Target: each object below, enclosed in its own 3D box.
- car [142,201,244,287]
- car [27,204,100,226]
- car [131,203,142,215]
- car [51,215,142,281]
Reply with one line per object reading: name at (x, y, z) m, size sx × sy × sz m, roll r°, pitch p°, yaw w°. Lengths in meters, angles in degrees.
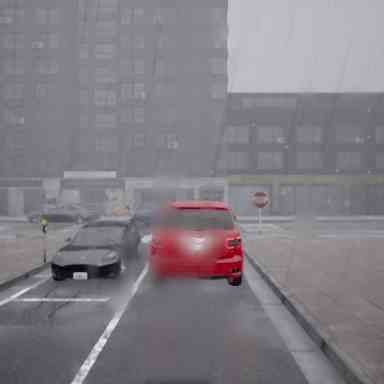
car at (0.145, 1.253, 9.605) m, size 2.150 × 2.045 × 5.566 m, roll 0°, pitch 0°, yaw 1°
car at (-9.050, 1.576, 23.538) m, size 4.902 × 1.511 × 2.128 m, roll 0°, pitch 0°, yaw 0°
car at (-1.501, 1.415, 20.567) m, size 4.553 × 1.767 × 2.097 m, roll 0°, pitch 0°, yaw 0°
car at (-2.612, 1.597, 9.968) m, size 1.947 × 1.339 × 4.313 m, roll 0°, pitch 0°, yaw 0°
